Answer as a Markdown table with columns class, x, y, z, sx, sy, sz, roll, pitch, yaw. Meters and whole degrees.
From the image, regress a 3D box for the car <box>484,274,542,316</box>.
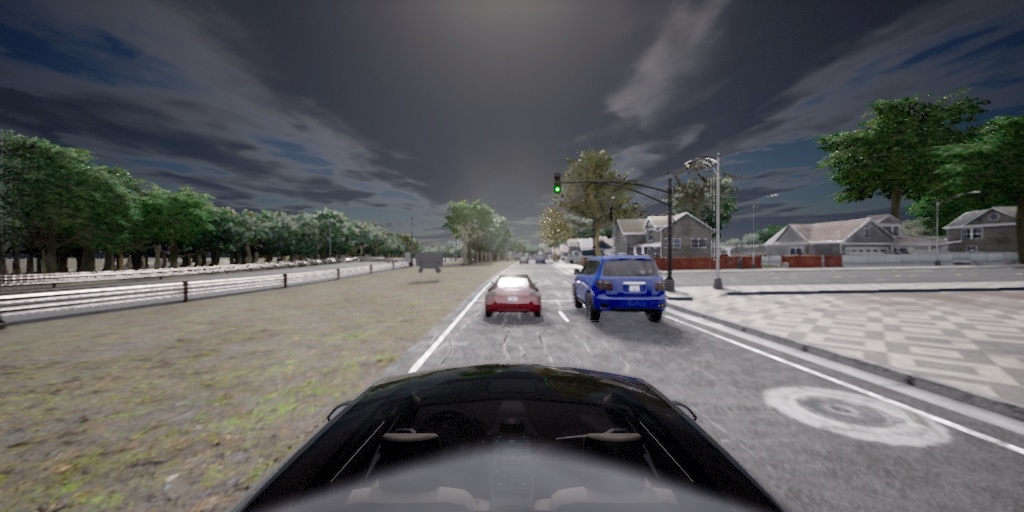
| class | x | y | z | sx | sy | sz | roll | pitch | yaw |
| --- | --- | --- | --- | --- | --- | --- | --- | --- | --- |
| car | 0.079 | 1.370 | 13.633 | 1.994 | 1.385 | 4.181 | 0 | 0 | 1 |

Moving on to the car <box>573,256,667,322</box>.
| class | x | y | z | sx | sy | sz | roll | pitch | yaw |
| --- | --- | --- | --- | --- | --- | --- | --- | --- | --- |
| car | 3.525 | 1.024 | 12.709 | 2.150 | 2.045 | 5.566 | 0 | 0 | 2 |
